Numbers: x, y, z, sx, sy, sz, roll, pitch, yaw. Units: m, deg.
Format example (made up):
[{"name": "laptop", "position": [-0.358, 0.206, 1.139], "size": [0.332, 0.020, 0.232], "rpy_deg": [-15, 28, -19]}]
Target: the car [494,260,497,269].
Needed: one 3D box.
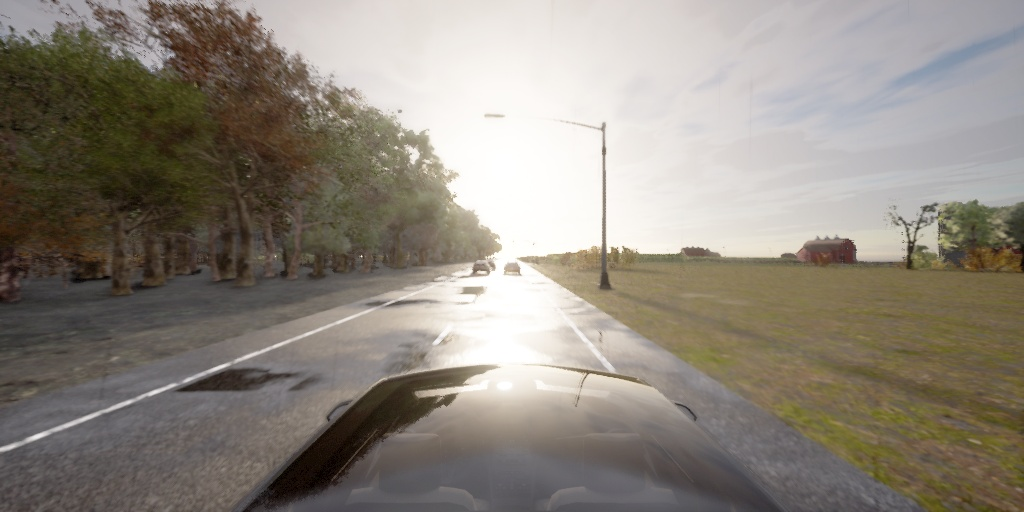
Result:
[{"name": "car", "position": [-3.440, 1.289, 56.418], "size": [1.837, 1.490, 4.892], "rpy_deg": [0, 0, 0]}]

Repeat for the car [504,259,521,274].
[{"name": "car", "position": [0.026, 1.342, 41.826], "size": [1.994, 1.385, 4.181], "rpy_deg": [0, 0, 0]}]

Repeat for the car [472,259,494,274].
[{"name": "car", "position": [-3.478, 1.284, 41.464], "size": [1.837, 1.490, 4.892], "rpy_deg": [0, 0, 0]}]
